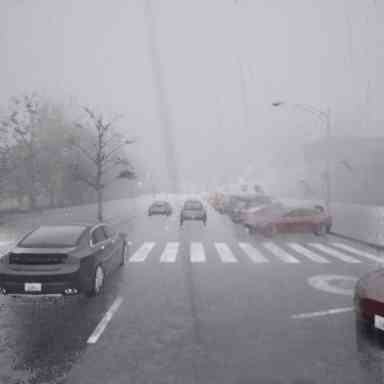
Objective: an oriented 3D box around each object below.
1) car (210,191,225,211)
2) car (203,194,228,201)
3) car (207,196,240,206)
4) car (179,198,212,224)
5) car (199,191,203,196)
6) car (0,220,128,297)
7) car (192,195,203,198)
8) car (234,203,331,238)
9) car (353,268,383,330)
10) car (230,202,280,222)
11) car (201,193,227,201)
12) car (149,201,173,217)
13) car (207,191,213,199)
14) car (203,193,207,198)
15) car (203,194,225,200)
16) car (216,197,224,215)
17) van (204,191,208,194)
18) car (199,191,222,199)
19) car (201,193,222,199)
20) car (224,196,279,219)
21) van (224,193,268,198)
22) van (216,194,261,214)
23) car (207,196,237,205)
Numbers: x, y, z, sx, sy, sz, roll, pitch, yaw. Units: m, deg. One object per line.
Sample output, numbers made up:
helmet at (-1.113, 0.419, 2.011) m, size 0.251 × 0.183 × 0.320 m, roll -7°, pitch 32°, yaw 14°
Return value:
car at (5.035, 1.247, 32.537) m, size 5.566 × 2.045 × 2.435 m, roll 1°, pitch 0°, yaw -20°
car at (5.063, 1.207, 71.362) m, size 4.792 × 1.488 × 2.163 m, roll 1°, pitch 1°, yaw -20°
car at (5.070, 1.447, 53.459) m, size 4.792 × 1.488 × 2.163 m, roll 1°, pitch 0°, yaw -20°
car at (0.090, 1.479, 24.386) m, size 2.128 × 1.511 × 4.902 m, roll 0°, pitch 0°, yaw 0°
car at (4.864, 1.219, 68.300) m, size 5.366 × 1.575 × 1.946 m, roll 1°, pitch 1°, yaw -20°
car at (-2.903, 1.490, 8.508) m, size 1.837 × 1.490 × 4.892 m, roll 0°, pitch 0°, yaw 0°
car at (0.079, 1.469, 42.233) m, size 1.837 × 1.490 × 4.892 m, roll 0°, pitch 0°, yaw 0°
car at (5.037, 1.541, 17.604) m, size 4.792 × 1.488 × 2.163 m, roll 1°, pitch 0°, yaw -20°
car at (5.043, 1.551, 5.598) m, size 4.792 × 1.488 × 2.163 m, roll 1°, pitch 0°, yaw -20°
car at (5.056, 1.549, 20.622) m, size 4.674 × 1.452 × 2.002 m, roll 1°, pitch 0°, yaw -20°
car at (4.862, 1.125, 74.265) m, size 5.366 × 1.575 × 1.946 m, roll 1°, pitch 1°, yaw -20°
car at (-2.915, 1.529, 31.345) m, size 1.994 × 1.385 × 4.181 m, roll 0°, pitch 0°, yaw 0°
car at (5.082, 1.242, 38.534) m, size 5.566 × 2.045 × 2.435 m, roll 1°, pitch 0°, yaw -20°
car at (4.874, 1.433, 50.390) m, size 5.366 × 1.575 × 1.946 m, roll 1°, pitch 1°, yaw -20°
car at (5.029, 1.127, 77.314) m, size 4.674 × 1.452 × 2.002 m, roll 1°, pitch 1°, yaw -20°
car at (5.050, 1.502, 29.569) m, size 4.892 × 1.521 × 2.231 m, roll 1°, pitch 0°, yaw -20°
van at (4.938, 1.125, 59.361) m, size 4.442 × 1.987 × 1.878 m, roll 1°, pitch 1°, yaw -20°
car at (5.059, 0.686, 89.252) m, size 5.566 × 2.045 × 2.435 m, roll 1°, pitch 0°, yaw -20°
car at (5.040, 0.973, 86.253) m, size 4.892 × 1.521 × 2.231 m, roll 1°, pitch 1°, yaw -20°
car at (5.032, 1.380, 23.594) m, size 4.553 × 1.767 × 2.185 m, roll 1°, pitch 0°, yaw -20°
van at (5.170, 1.280, 26.629) m, size 4.442 × 1.987 × 1.878 m, roll 1°, pitch 0°, yaw -20°
van at (4.949, 1.268, 35.491) m, size 4.442 × 1.987 × 1.878 m, roll 1°, pitch 0°, yaw -20°
car at (5.037, 1.425, 56.431) m, size 4.674 × 1.452 × 2.002 m, roll 1°, pitch 0°, yaw -20°
